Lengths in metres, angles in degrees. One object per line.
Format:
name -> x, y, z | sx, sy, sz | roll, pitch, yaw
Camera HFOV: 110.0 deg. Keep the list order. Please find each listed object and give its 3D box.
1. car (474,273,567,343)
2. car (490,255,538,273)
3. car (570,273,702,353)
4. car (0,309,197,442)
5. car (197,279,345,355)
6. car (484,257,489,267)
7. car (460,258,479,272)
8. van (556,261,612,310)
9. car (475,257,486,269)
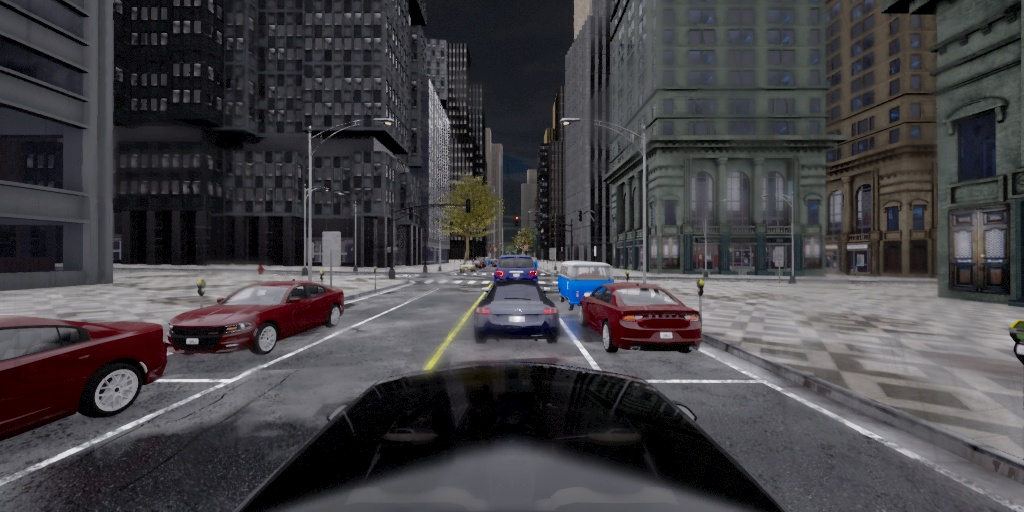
car -> 0.110, 1.315, 9.653 | 1.994, 1.385, 4.181 | 0, 0, 0
car -> 0.139, 0.975, 19.066 | 2.150, 2.045, 5.566 | 0, 0, -1
car -> 2.784, 1.296, 8.694 | 1.888, 1.381, 4.507 | 0, 0, 0
car -> -5.776, 1.295, 3.196 | 1.888, 1.381, 4.507 | 0, 0, 0
car -> -5.772, 1.296, 8.721 | 1.888, 1.381, 4.507 | 0, 0, 0
car -> -5.697, 1.101, 62.683 | 2.192, 1.841, 5.009 | 0, 0, 0
car -> -5.720, 1.297, 46.644 | 1.751, 1.417, 4.829 | 0, 0, 0
van -> 2.790, 1.093, 14.219 | 1.690, 1.789, 3.998 | 0, 0, 0
car -> -5.702, 1.326, 57.394 | 1.888, 1.381, 4.507 | 0, 0, 0
